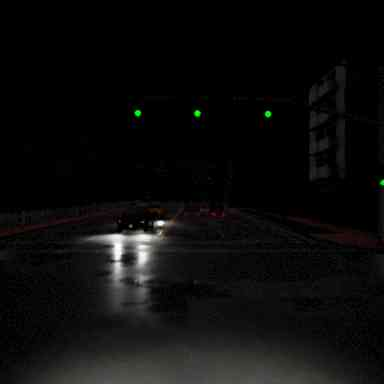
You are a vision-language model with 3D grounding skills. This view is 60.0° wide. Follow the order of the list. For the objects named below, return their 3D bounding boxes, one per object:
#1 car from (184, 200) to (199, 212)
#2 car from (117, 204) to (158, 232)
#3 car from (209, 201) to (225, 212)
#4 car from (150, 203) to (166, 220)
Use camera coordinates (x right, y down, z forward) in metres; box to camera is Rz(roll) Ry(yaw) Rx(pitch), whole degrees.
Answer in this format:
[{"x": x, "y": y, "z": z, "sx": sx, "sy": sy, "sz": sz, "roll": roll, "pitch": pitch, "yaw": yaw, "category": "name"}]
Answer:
[{"x": -0.028, "y": 1.845, "z": 47.040, "sx": 2.097, "sy": 1.767, "sz": 4.553, "roll": 0, "pitch": -1, "yaw": 0, "category": "car"}, {"x": -3.601, "y": 1.757, "z": 21.912, "sx": 1.812, "sy": 1.442, "sz": 4.674, "roll": 0, "pitch": -1, "yaw": 0, "category": "car"}, {"x": 3.472, "y": 2.020, "z": 47.179, "sx": 1.812, "sy": 1.442, "sz": 4.674, "roll": 0, "pitch": 0, "yaw": 0, "category": "car"}, {"x": -3.600, "y": 1.818, "z": 32.386, "sx": 1.882, "sy": 1.535, "sz": 5.008, "roll": 0, "pitch": -1, "yaw": 0, "category": "car"}]
